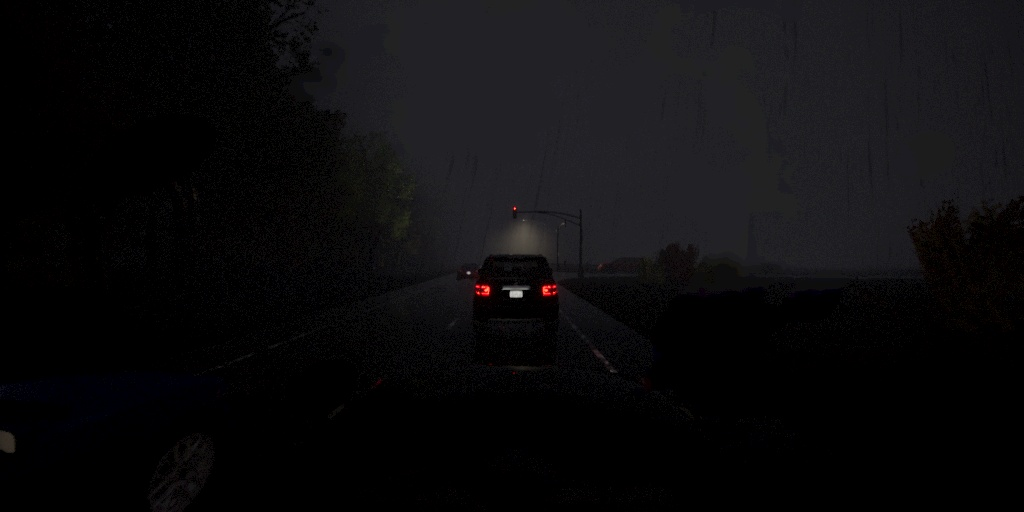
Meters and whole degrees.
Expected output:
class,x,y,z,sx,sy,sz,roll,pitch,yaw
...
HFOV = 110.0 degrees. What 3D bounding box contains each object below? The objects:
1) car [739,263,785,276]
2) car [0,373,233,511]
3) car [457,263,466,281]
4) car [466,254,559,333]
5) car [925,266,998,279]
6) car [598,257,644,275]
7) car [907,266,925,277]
class,x,y,z,sx,sy,sz,roll,pitch,yaw
car,29.228,1.575,42.162,4.902,1.511,2.128,0,-1,0
car,-3.399,1.228,1.107,1.882,1.535,5.008,0,0,0
car,-3.402,1.291,30.176,1.994,1.385,4.181,0,0,0
car,0.101,0.964,10.882,2.150,2.045,5.566,0,0,0
car,48.515,1.786,38.478,5.357,1.411,2.033,1,-1,0
car,13.049,1.135,42.453,5.566,2.045,2.150,1,-1,3
car,49.293,1.829,42.016,4.674,1.442,1.812,1,-1,1
